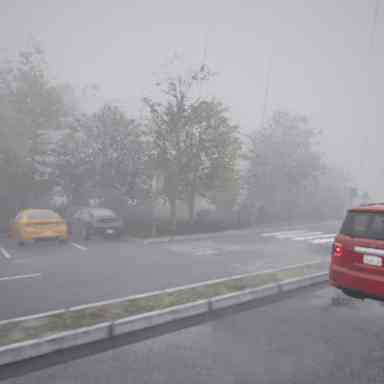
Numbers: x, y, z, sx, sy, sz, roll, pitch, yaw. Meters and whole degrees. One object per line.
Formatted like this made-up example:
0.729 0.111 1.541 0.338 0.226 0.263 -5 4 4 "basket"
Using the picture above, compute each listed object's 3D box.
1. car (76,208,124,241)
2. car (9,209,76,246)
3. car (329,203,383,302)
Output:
-5.203 1.576 17.500 2.231 1.521 4.892 0 0 -35 "car"
-7.449 1.560 15.905 2.097 1.535 5.008 0 0 -35 "car"
5.305 1.245 7.178 5.566 2.045 2.150 0 0 -34 "car"
